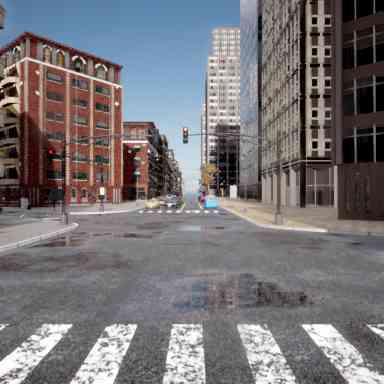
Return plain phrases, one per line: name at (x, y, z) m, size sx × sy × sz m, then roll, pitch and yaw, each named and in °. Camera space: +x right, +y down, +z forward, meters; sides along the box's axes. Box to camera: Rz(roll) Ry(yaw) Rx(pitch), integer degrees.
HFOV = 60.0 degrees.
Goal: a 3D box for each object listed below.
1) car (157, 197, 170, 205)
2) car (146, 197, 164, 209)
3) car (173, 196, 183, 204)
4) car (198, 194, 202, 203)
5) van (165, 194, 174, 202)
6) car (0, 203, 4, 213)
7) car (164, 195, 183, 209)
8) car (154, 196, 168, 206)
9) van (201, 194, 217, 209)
car at (-5.313, 1.649, 62.434) m, size 1.947 × 1.339 × 4.313 m, roll 0°, pitch 0°, yaw 0°
car at (-5.312, 1.570, 45.606) m, size 1.752 × 1.417 × 4.829 m, roll 0°, pitch 0°, yaw 0°
car at (-2.775, 1.620, 66.420) m, size 1.812 × 1.442 × 4.674 m, roll 0°, pitch 0°, yaw 1°
car at (2.568, 1.644, 67.985) m, size 1.887 × 1.381 × 4.507 m, roll 0°, pitch 0°, yaw 0°
van at (-5.312, 1.473, 79.090) m, size 1.690 × 1.788 × 3.998 m, roll 0°, pitch 0°, yaw 0°
car at (-23.386, 1.702, 38.362) m, size 4.902 × 1.511 × 2.128 m, roll -1°, pitch -1°, yaw 41°
car at (-2.812, 1.537, 45.966) m, size 2.128 × 1.511 × 4.902 m, roll 0°, pitch 0°, yaw 2°
car at (-5.312, 1.509, 56.882) m, size 1.967 × 1.590 × 4.097 m, roll 0°, pitch 0°, yaw 0°
van at (2.569, 1.386, 45.776) m, size 1.690 × 1.788 × 3.998 m, roll 0°, pitch 0°, yaw 0°
